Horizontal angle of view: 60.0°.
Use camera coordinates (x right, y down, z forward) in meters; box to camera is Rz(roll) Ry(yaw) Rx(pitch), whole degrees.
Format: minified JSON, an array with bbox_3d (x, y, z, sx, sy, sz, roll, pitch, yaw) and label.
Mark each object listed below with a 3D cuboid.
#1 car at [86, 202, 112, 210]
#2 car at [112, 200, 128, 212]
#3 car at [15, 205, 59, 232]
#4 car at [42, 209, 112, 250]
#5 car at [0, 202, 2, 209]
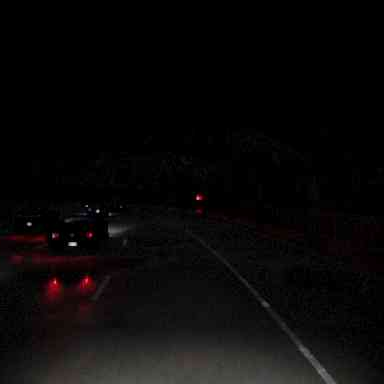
[{"bbox_3d":[-9.064,1.703,31.665,1.994,1.385,4.181,0,0,-18],"label":"car"},{"bbox_3d":[-9.298,1.750,41.708,1.994,1.385,4.181,0,0,-23],"label":"car"},{"bbox_3d":[-9.604,1.585,20.898,2.128,1.511,4.902,0,0,-13],"label":"car"},{"bbox_3d":[-4.785,1.656,14.588,1.895,1.301,4.718,0,0,-9],"label":"car"},{"bbox_3d":[-28.492,1.825,47.745,2.128,1.511,4.902,0,0,-32],"label":"car"}]
